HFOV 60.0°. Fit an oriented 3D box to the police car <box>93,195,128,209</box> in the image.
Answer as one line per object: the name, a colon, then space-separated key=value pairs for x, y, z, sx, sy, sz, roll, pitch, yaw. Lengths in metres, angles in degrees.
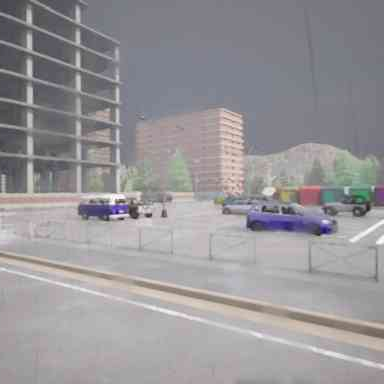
police car: x=-14.677 y=1.746 z=60.226 sx=1.930 sy=1.638 sz=5.238 roll=-1 pitch=0 yaw=35

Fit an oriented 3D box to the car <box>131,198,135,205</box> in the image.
car: x=-13.486 y=1.857 z=88.191 sx=1.851 sy=1.617 sz=3.988 roll=-1 pitch=0 yaw=36

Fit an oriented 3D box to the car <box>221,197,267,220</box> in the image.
car: x=4.779 y=1.528 z=31.817 sx=3.806 sy=1.475 sz=1.970 roll=-1 pitch=0 yaw=36

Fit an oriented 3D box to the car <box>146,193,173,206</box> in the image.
car: x=-6.001 y=1.223 z=66.436 sx=2.150 sy=2.045 sz=5.566 roll=-1 pitch=0 yaw=35

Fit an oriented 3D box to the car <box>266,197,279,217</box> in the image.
car: x=6.468 y=1.497 z=34.168 sx=3.905 sy=1.438 sz=1.784 roll=-1 pitch=0 yaw=36

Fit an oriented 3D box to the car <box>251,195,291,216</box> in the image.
car: x=7.991 y=1.286 z=36.378 sx=4.605 sy=1.855 sz=1.932 roll=-1 pitch=0 yaw=36

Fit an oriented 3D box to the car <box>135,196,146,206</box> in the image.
car: x=-8.839 y=1.530 z=68.480 sx=1.837 sy=1.490 sz=4.892 roll=-1 pitch=0 yaw=35
